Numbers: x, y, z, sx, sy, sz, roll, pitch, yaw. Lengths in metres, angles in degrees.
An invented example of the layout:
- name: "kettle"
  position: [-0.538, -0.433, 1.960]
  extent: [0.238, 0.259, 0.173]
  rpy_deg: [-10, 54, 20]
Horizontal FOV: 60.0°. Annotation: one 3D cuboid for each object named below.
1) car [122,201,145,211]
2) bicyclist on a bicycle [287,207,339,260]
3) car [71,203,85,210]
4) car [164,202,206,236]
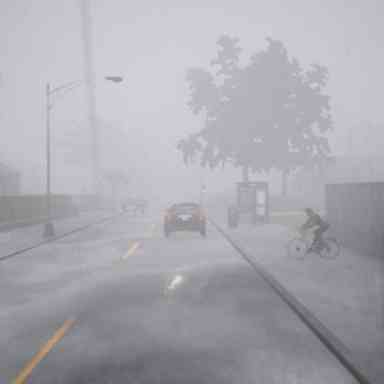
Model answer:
- name: "car"
  position: [-4.774, 1.118, 28.091]
  extent: [2.128, 1.511, 4.902]
  rpy_deg: [0, 0, -2]
- name: "bicyclist on a bicycle"
  position: [3.769, 1.306, 10.329]
  extent: [1.656, 1.620, 0.582]
  rpy_deg: [1, 0, -2]
- name: "car"
  position: [-13.829, 1.379, 33.934]
  extent: [5.357, 1.415, 2.033]
  rpy_deg: [0, 0, 1]
- name: "car"
  position: [-0.399, 1.321, 18.507]
  extent: [2.097, 1.767, 4.553]
  rpy_deg: [0, 0, -1]
